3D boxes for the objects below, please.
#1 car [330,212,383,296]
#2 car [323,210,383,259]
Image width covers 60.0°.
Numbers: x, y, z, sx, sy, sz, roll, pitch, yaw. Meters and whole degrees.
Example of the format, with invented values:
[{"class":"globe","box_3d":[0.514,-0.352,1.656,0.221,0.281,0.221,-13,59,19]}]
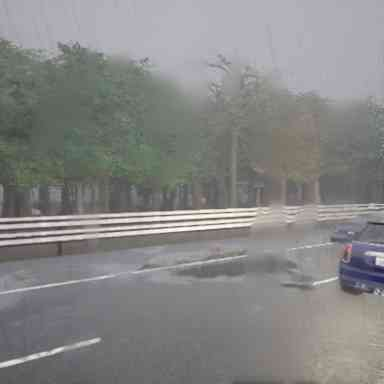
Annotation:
[{"class":"car","box_3d":[5.357,1.338,7.419,4.553,1.767,2.097,0,0,-34]},{"class":"car","box_3d":[7.833,1.520,13.377,5.357,1.411,2.033,0,0,-33]}]
